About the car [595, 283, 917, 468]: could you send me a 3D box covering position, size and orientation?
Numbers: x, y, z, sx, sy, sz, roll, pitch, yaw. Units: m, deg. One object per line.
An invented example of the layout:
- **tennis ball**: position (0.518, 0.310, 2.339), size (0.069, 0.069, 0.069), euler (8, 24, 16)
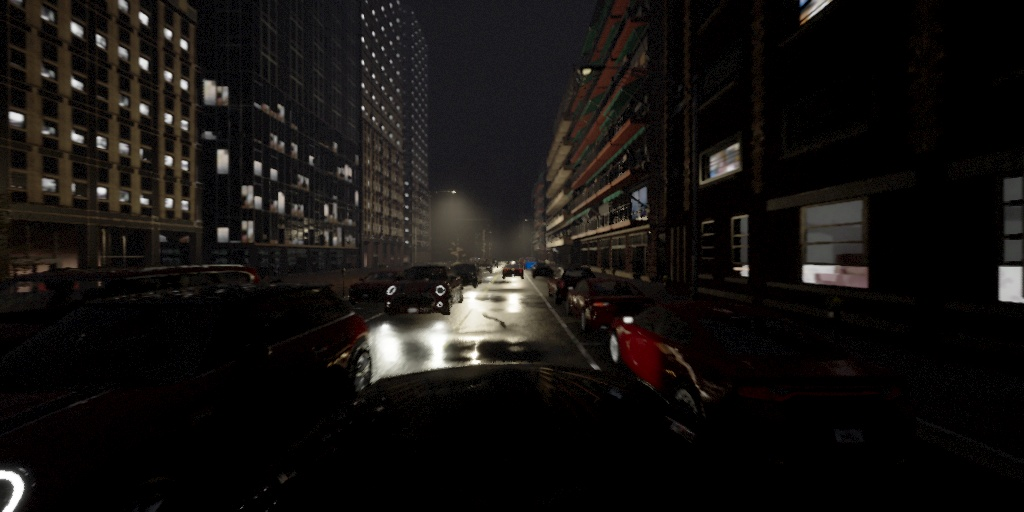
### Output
- **car**: position (2.687, 1.295, 5.085), size (1.888, 1.381, 4.507), euler (0, 0, 0)

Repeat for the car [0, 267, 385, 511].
- **car**: position (-3.090, 1.102, 3.361), size (2.097, 1.767, 4.553), euler (0, 0, 0)

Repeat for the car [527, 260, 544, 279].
- **car**: position (2.680, 1.322, 32.723), size (1.948, 1.339, 4.313), euler (0, 0, 0)

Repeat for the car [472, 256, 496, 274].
- **car**: position (-3.011, 1.067, 39.141), size (1.837, 1.490, 4.892), euler (0, 0, 0)

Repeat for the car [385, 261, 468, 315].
- **car**: position (-3.086, 1.102, 13.415), size (2.097, 1.767, 4.553), euler (0, 0, 0)

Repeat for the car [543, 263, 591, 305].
- **car**: position (2.684, 1.190, 16.140), size (1.967, 1.591, 4.097), euler (0, 0, 0)

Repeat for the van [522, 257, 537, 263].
- **van**: position (2.676, 1.109, 49.305), size (1.690, 1.789, 3.998), euler (0, 0, 0)

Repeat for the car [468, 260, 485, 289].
- **car**: position (-3.084, 1.229, 23.704), size (1.882, 1.535, 5.008), euler (0, 0, 0)

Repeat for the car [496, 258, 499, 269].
- **car**: position (-3.014, 0.843, 51.970), size (2.097, 1.767, 4.553), euler (0, 0, 0)

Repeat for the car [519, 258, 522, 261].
- **car**: position (0.077, 1.334, 51.788), size (1.994, 1.385, 4.181), euler (0, 0, 0)

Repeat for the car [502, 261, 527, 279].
- **car**: position (0.092, 1.357, 32.529), size (1.895, 1.301, 4.718), euler (0, 0, 0)

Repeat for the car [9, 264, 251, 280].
- **car**: position (-5.693, 1.064, 5.084), size (2.192, 1.841, 5.009), euler (0, 0, 0)

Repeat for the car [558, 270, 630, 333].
- **car**: position (2.686, 1.295, 10.612), size (1.888, 1.381, 4.507), euler (0, 0, 0)
